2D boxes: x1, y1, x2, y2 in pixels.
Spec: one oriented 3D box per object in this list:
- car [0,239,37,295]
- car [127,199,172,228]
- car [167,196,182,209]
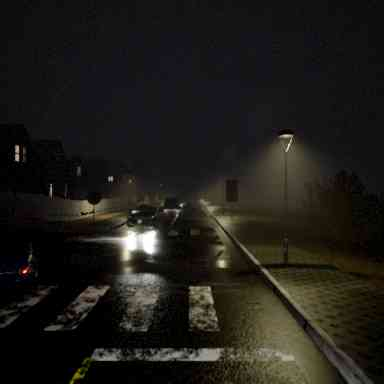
[{"bbox_3d":[-5.977,1.380,6.543,5.357,1.411,2.033,5,6,-25],"label":"car"},{"bbox_3d":[-2.931,1.492,22.157,2.128,1.511,4.902,0,0,4],"label":"car"},{"bbox_3d":[-2.791,1.491,46.017,1.882,1.535,5.008,0,0,0],"label":"car"}]
